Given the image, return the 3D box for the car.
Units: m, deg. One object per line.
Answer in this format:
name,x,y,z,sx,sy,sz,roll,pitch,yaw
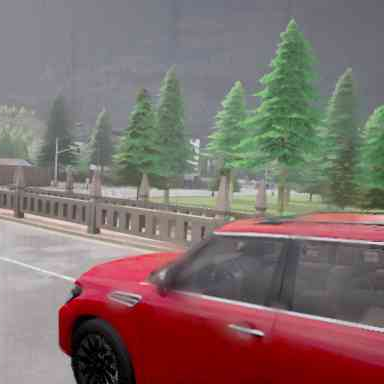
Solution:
car,1.078,1.218,3.227,5.566,2.045,2.150,1,0,35
